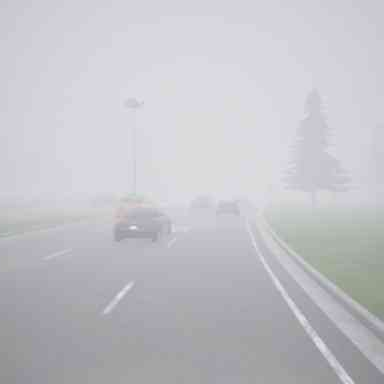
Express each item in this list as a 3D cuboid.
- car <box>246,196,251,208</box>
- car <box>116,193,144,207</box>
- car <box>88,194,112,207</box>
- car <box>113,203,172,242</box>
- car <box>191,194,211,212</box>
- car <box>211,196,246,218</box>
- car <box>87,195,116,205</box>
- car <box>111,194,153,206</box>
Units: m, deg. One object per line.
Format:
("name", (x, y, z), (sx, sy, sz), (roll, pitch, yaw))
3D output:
("car", (6.382, 1.248, 42.022), (1.812, 1.442, 4.674), (0, 0, 14))
("car", (-8.409, 1.029, 45.525), (2.097, 1.767, 4.553), (0, 1, 14))
("car", (-12.045, 1.025, 45.389), (2.097, 1.767, 4.553), (0, 1, 14))
("car", (-2.222, 1.452, 15.910), (1.994, 1.385, 4.181), (0, 0, 7))
("car", (1.307, 1.110, 35.802), (2.097, 1.767, 4.553), (0, 0, 13))
("car", (3.170, 1.301, 28.152), (2.128, 1.511, 4.902), (0, 0, 11))
("car", (-14.055, 1.175, 51.847), (2.033, 1.411, 5.357), (0, 0, 14))
("car", (-4.292, 1.166, 26.354), (2.097, 1.767, 4.553), (0, 0, 10))
